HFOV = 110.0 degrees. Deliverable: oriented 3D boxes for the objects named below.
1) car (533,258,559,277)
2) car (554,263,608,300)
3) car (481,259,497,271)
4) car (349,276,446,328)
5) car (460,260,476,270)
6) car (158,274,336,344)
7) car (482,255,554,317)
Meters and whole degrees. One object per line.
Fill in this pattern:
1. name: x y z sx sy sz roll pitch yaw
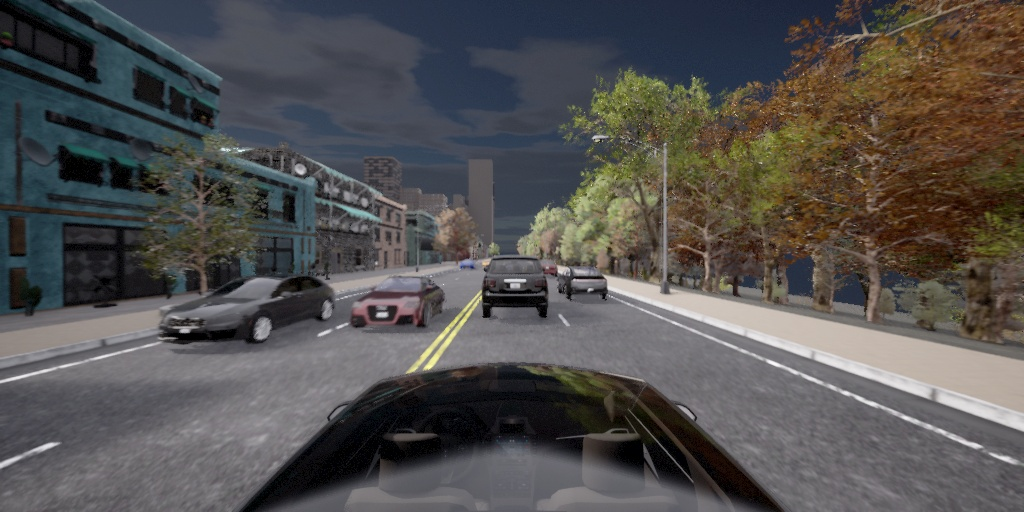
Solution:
1. car: 3.341 1.141 36.044 2.097 1.767 4.553 0 0 0
2. car: 3.346 1.260 17.734 2.128 1.511 4.902 0 0 0
3. car: -3.337 1.284 52.838 1.882 1.535 5.008 0 0 0
4. car: -3.353 1.325 11.255 1.994 1.385 4.181 0 0 0
5. car: -6.572 1.285 53.639 1.882 1.535 5.008 0 0 0
6. car: -6.603 1.264 9.668 1.837 1.490 4.892 0 0 0
7. car: 0.097 0.986 13.426 2.150 2.045 5.566 0 0 0
